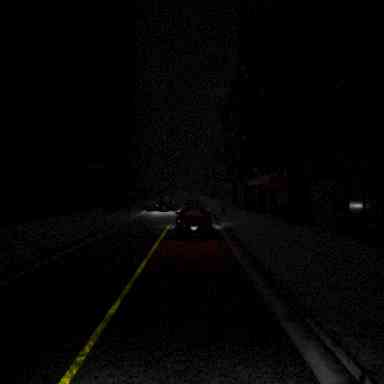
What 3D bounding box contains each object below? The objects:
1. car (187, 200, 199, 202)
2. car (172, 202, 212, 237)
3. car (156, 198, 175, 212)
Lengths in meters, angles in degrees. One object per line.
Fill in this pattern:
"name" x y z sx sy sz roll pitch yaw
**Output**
"car" 0.095 1.517 33.817 1.994 1.385 4.181 0 0 0
"car" 0.096 1.499 17.878 1.812 1.442 4.674 0 0 0
"car" -3.097 1.473 38.610 1.812 1.442 4.674 0 0 0
